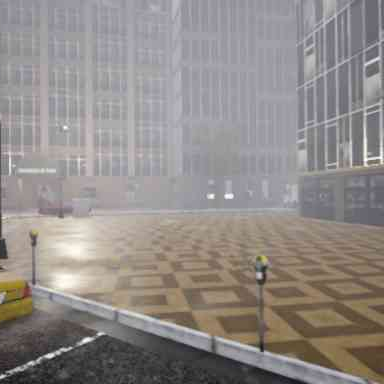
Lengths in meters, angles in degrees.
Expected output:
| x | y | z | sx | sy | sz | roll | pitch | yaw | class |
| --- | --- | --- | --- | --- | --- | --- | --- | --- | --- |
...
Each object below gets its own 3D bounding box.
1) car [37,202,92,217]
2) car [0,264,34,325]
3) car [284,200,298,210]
| x | y | z | sx | sy | sz | roll | pitch | yaw | class |
| --- | --- | --- | --- | --- | --- | --- | --- | --- | --- |
| -11.820 | 1.597 | 31.112 | 4.718 | 1.301 | 1.895 | -1 | 0 | -14 | car |
| -4.830 | 1.567 | 6.166 | 4.829 | 1.417 | 1.752 | 0 | -1 | 35 | car |
| 13.142 | 1.265 | 37.279 | 5.357 | 1.411 | 2.033 | -1 | 0 | -14 | car |
